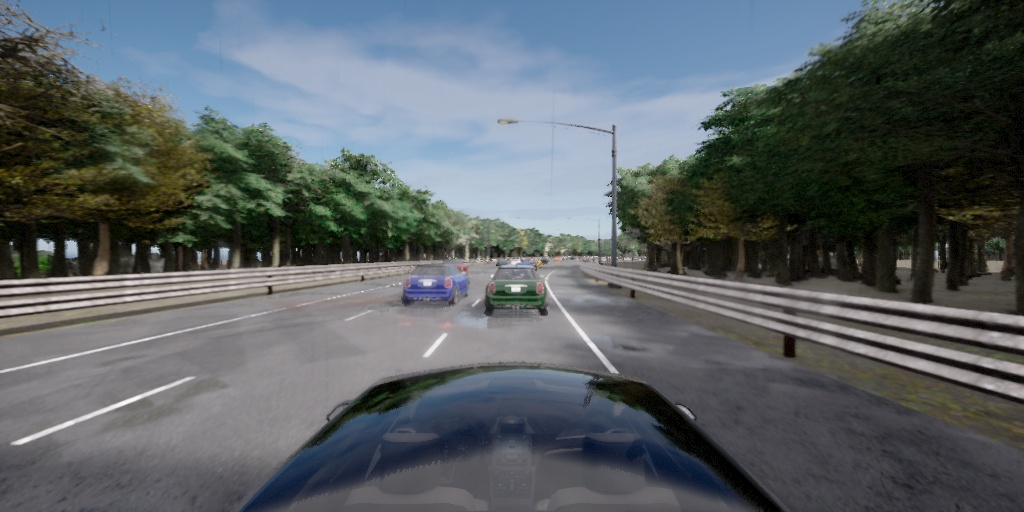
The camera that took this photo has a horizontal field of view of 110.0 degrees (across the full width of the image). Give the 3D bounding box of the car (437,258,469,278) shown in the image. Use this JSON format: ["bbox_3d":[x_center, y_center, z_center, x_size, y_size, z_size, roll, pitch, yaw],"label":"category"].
[{"bbox_3d":[-5.648,1.105,34.951,2.097,1.767,4.553,0,0,4],"label":"car"}]

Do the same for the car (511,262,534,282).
[{"bbox_3d":[0.949,1.290,29.977,1.812,1.442,4.674,0,0,4],"label":"car"}]

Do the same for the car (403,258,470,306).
[{"bbox_3d":[-3.179,1.103,15.908,2.097,1.767,4.553,0,0,2],"label":"car"}]

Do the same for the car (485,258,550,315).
[{"bbox_3d":[0.194,1.107,13.738,2.097,1.767,4.553,0,0,2],"label":"car"}]
